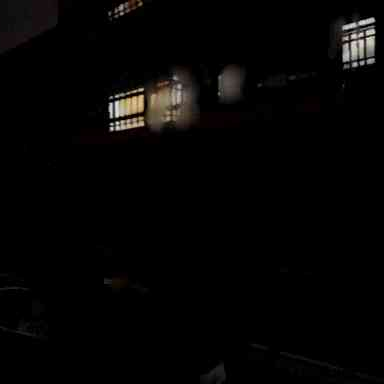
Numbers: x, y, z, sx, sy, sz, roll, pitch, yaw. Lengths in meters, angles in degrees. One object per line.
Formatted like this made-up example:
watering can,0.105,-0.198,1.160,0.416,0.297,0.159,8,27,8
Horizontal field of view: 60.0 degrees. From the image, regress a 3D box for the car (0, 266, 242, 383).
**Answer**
car,-1.508,1.591,3.958,4.313,1.339,1.947,-1,-1,36
